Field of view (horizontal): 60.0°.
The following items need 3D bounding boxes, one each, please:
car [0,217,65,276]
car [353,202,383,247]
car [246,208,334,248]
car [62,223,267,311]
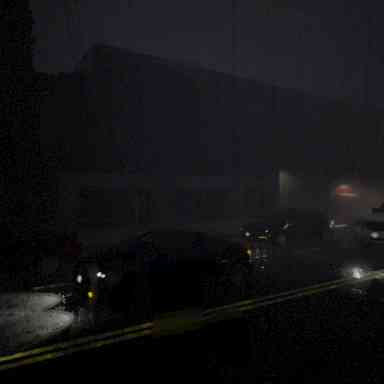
[{"bbox_3d":[-5.530,1.477,8.887,5.008,1.535,1.882,0,0,-30],"label":"car"},{"bbox_3d":[9.124,1.214,13.822,5.566,2.045,2.150,-1,0,-32],"label":"car"},{"bbox_3d":[4.342,1.504,14.954,4.892,1.490,1.837,0,0,-32],"label":"car"},{"bbox_3d":[-0.563,1.564,7.741,4.181,1.385,1.994,0,0,-32],"label":"car"}]
